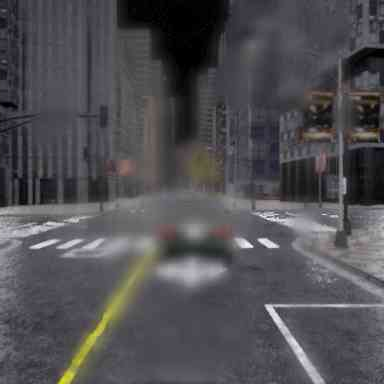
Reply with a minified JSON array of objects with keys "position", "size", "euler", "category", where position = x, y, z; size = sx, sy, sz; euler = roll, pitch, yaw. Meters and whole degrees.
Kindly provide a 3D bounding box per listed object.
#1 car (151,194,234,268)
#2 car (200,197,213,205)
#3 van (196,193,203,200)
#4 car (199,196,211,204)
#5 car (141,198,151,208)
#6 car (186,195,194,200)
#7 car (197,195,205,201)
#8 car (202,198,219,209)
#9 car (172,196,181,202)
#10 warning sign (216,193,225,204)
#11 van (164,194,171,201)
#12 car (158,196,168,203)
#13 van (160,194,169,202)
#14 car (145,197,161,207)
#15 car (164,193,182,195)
[{"position":[0.181,1.210,11.378],"size":[2.150,2.045,5.566],"euler":[0,0,2],"category":"car"},{"position":[2.457,1.509,57.275],"size":[1.887,1.381,4.507],"euler":[0,0,-1],"category":"car"},{"position":[2.118,1.301,93.746],"size":[1.690,1.788,3.998],"euler":[0,0,-1],"category":"van"},{"position":[2.406,1.513,62.719],"size":[2.008,1.369,4.403],"euler":[0,0,-1],"category":"car"},{"position":[-5.967,1.520,46.311],"size":[2.008,1.369,4.403],"euler":[0,0,-1],"category":"car"},{"position":[-0.567,1.358,85.550],"size":[1.994,1.385,4.181],"euler":[0,0,-1],"category":"car"},{"position":[2.216,1.525,83.169],"size":[1.947,1.339,4.313],"euler":[0,0,-1],"category":"car"},{"position":[2.558,1.520,46.386],"size":[2.008,1.369,4.403],"euler":[0,0,-1],"category":"car"},{"position":[-3.479,1.549,76.066],"size":[1.895,1.301,4.718],"euler":[0,0,-1],"category":"car"},{"position":[4.782,1.080,55.483],"size":[1.300,1.860,1.060],"euler":[0,0,-1],"category":"warning sign"},{"position":[-6.350,1.301,87.526],"size":[1.690,1.788,3.998],"euler":[0,0,-1],"category":"van"},{"position":[-6.197,1.486,71.117],"size":[1.752,1.417,4.829],"euler":[0,0,-1],"category":"car"},{"position":[-6.249,1.301,76.699],"size":[1.690,1.788,3.998],"euler":[0,0,-1],"category":"van"},{"position":[-6.013,1.518,51.303],"size":[2.008,1.369,4.403],"euler":[0,0,-1],"category":"car"},{"position":[-3.372,1.184,60.619],"size":[2.150,2.045,5.566],"euler":[0,0,0],"category":"car"}]
